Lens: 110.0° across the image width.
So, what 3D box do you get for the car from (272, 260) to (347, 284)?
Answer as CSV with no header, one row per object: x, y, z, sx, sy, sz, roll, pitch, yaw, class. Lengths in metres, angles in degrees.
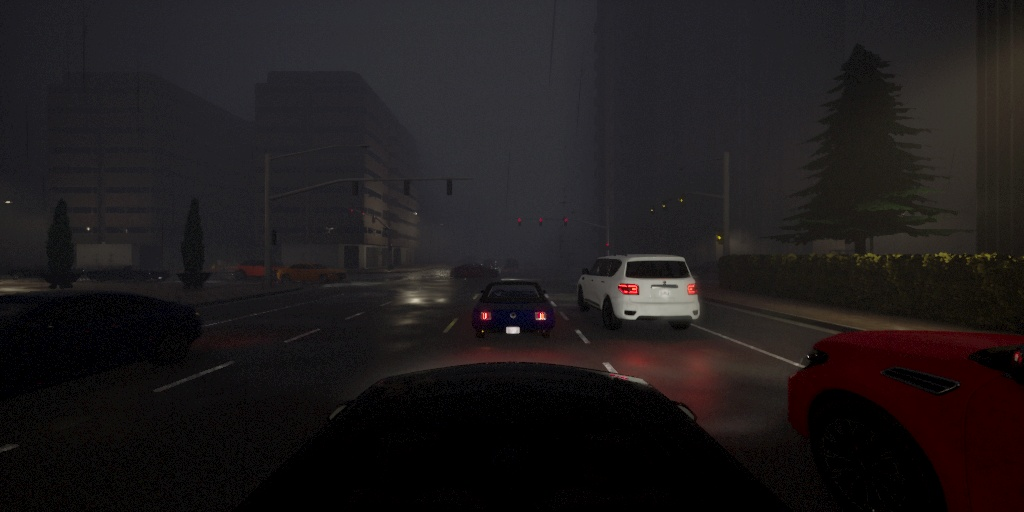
-14.822,1.227,26.660,5.008,1.535,1.882,0,0,9,car

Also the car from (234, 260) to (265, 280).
-20.977,1.102,30.791,4.553,1.767,2.097,0,0,0,car

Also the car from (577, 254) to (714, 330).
3.577,0.971,11.253,2.150,2.045,5.566,0,0,-2,car

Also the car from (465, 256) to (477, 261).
-7.150,0.970,61.217,2.150,2.045,5.566,0,0,0,car

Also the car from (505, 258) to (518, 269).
-0.044,1.101,56.839,2.097,1.767,4.553,0,0,1,car

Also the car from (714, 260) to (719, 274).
20.832,1.227,37.580,5.008,1.535,1.882,0,0,1,car

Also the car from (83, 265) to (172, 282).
-29.004,1.350,27.317,4.718,1.301,1.895,0,0,1,car

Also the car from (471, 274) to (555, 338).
0.047,1.351,10.125,1.895,1.301,4.718,0,0,0,car

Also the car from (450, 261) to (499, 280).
-3.179,1.313,30.592,4.181,1.385,1.994,0,0,1,car

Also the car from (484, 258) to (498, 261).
-3.661,1.254,55.431,1.837,1.490,4.892,0,0,0,car

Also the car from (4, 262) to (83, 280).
-39.910,1.350,30.917,4.718,1.301,1.895,0,0,1,car

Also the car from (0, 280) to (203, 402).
-7.070,1.275,5.270,1.812,1.442,4.674,0,0,0,car

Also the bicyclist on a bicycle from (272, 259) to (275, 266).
-28.686,1.050,42.798,0.582,1.620,1.656,0,0,1,bicyclist on a bicycle

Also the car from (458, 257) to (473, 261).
-7.142,1.275,51.519,1.812,1.442,4.674,0,0,0,car

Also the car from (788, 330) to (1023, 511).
3.601,0.972,0.892,2.150,2.045,5.566,0,0,0,car
